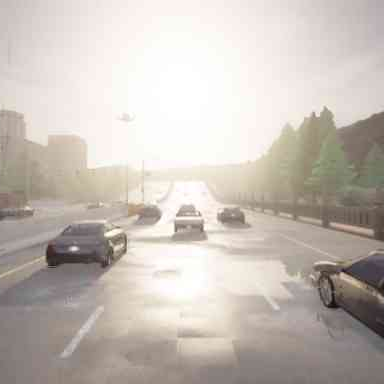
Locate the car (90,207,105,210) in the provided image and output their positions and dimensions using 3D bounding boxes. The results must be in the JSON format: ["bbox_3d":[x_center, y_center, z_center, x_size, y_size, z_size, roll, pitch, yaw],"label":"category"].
[{"bbox_3d":[-14.805,2.126,52.096,1.994,1.385,4.181,0,-1,-1],"label":"car"}]

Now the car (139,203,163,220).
[{"bbox_3d":[-3.872,1.792,31.618,1.882,1.535,5.008,0,-1,-1],"label":"car"}]

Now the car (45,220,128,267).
[{"bbox_3d":[-3.570,1.695,11.992,1.994,1.385,4.181,0,-1,-1],"label":"car"}]

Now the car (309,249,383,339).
[{"bbox_3d":[3.572,1.576,4.968,2.033,1.411,5.357,0,-1,-1],"label":"car"}]

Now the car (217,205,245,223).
[{"bbox_3d":[3.189,1.806,27.908,1.994,1.385,4.181,0,-1,-1],"label":"car"}]

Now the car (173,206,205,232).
[{"bbox_3d":[-0.217,1.806,21.930,1.895,1.301,4.718,0,-1,-1],"label":"car"}]

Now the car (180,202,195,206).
[{"bbox_3d":[-0.500,1.936,39.772,1.994,1.385,4.181,0,-1,-1],"label":"car"}]
